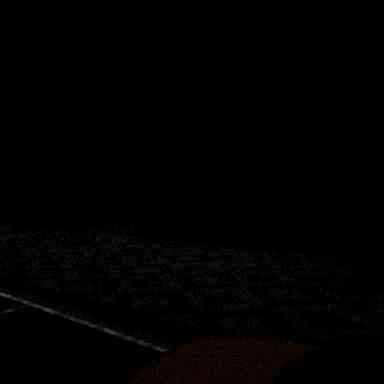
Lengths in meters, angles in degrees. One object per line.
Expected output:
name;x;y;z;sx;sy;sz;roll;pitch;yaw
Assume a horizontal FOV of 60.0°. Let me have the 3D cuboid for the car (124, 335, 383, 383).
car;1.511;1.523;1.887;4.829;1.417;1.752;-1;0;36
